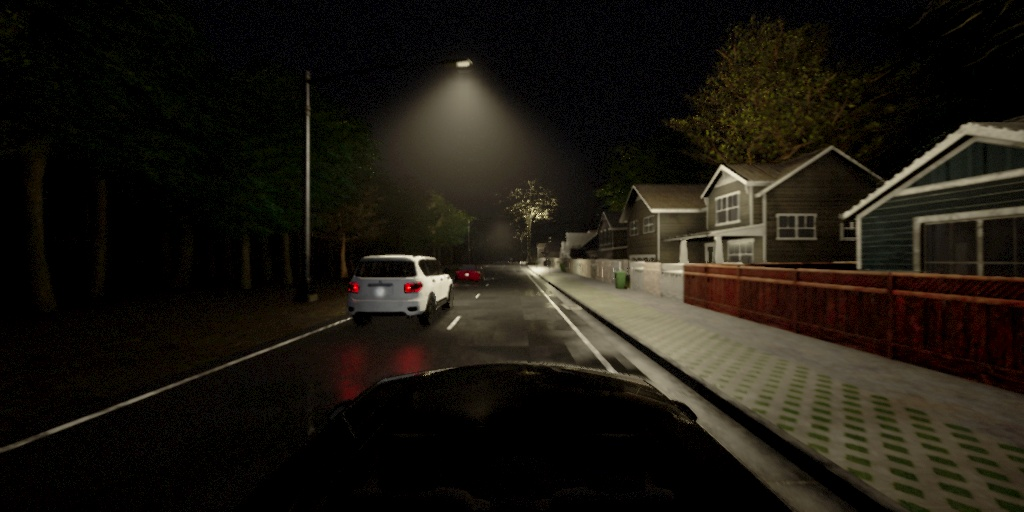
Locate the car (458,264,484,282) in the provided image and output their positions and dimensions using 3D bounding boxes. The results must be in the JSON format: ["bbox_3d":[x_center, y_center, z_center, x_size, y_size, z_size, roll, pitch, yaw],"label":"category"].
[{"bbox_3d":[-3.400,1.371,29.125,1.994,1.385,4.181,0,0,0],"label":"car"}]

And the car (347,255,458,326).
[{"bbox_3d":[-3.401,0.995,11.951,2.150,2.045,5.566,0,0,0],"label":"car"}]
